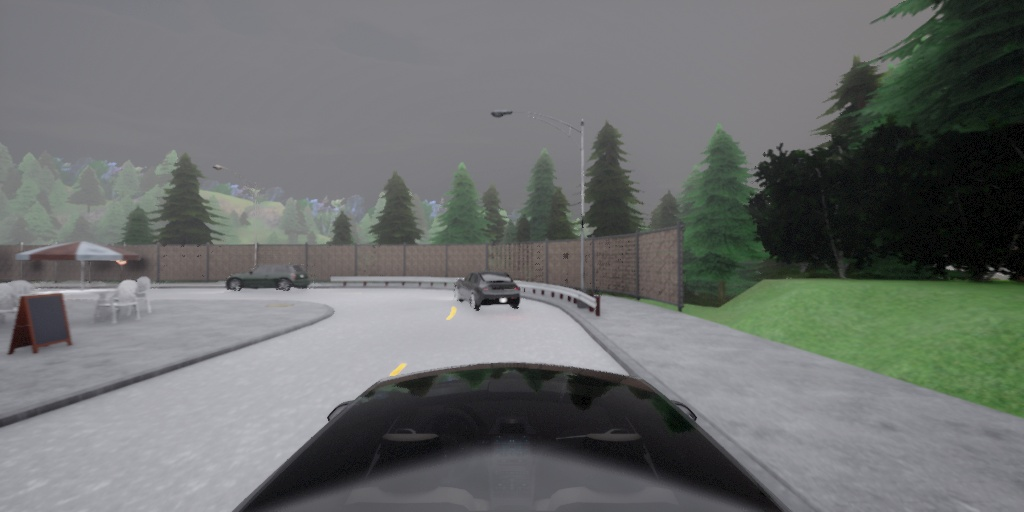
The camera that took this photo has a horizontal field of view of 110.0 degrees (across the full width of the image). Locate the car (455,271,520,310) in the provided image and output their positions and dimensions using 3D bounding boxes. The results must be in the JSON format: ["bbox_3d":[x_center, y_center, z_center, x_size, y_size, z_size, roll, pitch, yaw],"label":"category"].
[{"bbox_3d":[-1.174,1.407,15.663,1.837,1.490,4.892,1,0,-21],"label":"car"}]

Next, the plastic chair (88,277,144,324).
[{"bbox_3d":[-12.124,1.377,11.000,0.730,1.272,0.750,0,0,0],"label":"plastic chair"}]

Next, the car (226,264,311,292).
[{"bbox_3d":[-15.561,1.325,22.958,4.553,1.767,2.097,0,-1,0],"label":"car"}]

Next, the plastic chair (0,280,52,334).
[{"bbox_3d":[-13.534,1.365,9.840,0.750,1.272,0.730,0,0,0],"label":"plastic chair"}]

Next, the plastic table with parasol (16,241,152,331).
[{"bbox_3d":[-13.374,0.774,11.150,2.482,2.480,2.482,0,0,0],"label":"plastic table with parasol"}]
